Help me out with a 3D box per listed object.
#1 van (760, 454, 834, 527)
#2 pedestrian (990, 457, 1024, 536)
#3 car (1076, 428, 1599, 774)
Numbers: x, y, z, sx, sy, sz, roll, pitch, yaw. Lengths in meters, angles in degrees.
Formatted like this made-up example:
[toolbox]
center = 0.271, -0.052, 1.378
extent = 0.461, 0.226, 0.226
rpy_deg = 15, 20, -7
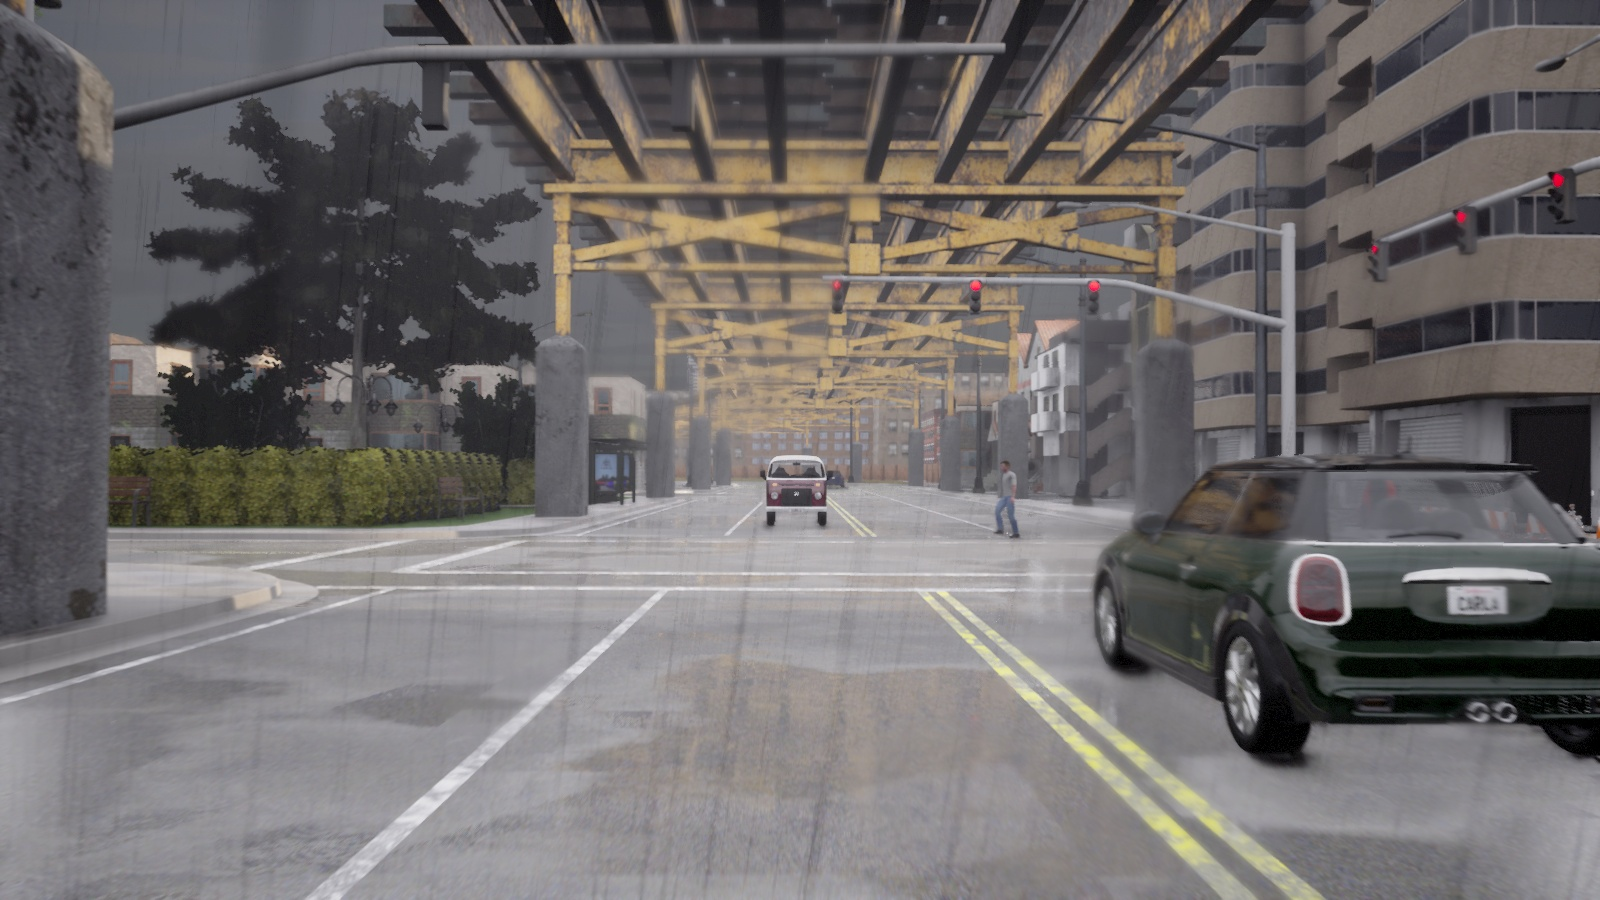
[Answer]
[van]
center = -0.095, 1.162, 37.256
extent = 2.069, 2.038, 4.480
rpy_deg = 0, -1, 0
[pedestrian]
center = 4.863, 1.088, 29.490
extent = 0.706, 1.836, 0.354
rpy_deg = 0, -1, -16
[car]
center = 3.477, 0.806, 8.733
extent = 2.097, 1.767, 4.553
rpy_deg = 0, -1, 0
